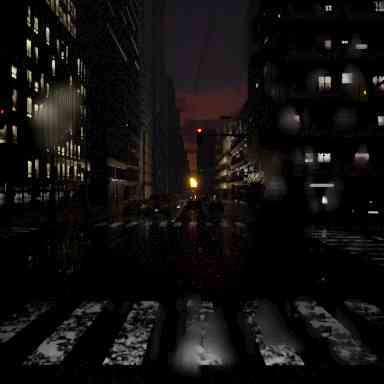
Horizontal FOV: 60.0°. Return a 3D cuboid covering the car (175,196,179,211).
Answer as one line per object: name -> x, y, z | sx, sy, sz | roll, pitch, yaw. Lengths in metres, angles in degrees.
car -> -3.005, 1.210, 41.642 | 2.150, 2.045, 5.566 | 0, 0, 0

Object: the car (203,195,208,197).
car -> 2.832, 1.423, 72.597 | 1.967, 1.590, 4.097 | -1, 0, 0

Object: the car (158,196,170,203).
car -> -5.559, 1.529, 66.960 | 1.887, 1.381, 4.507 | -1, 0, 0

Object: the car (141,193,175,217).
car -> -3.036, 1.213, 31.163 | 2.150, 2.045, 5.566 | 0, 0, 0

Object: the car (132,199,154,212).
car -> -5.620, 1.555, 38.687 | 1.947, 1.339, 4.313 | -1, 0, 0

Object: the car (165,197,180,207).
car -> -2.976, 1.534, 52.186 | 2.033, 1.411, 5.357 | 0, 0, 0

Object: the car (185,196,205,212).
car -> 0.182, 1.480, 39.240 | 2.128, 1.511, 4.902 | 0, 0, 0

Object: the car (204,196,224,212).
car -> 2.759, 1.540, 38.669 | 2.008, 1.369, 4.403 | -1, 0, 0

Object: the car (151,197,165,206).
car -> -5.583, 1.531, 55.651 | 1.887, 1.381, 4.507 | -1, 0, 0

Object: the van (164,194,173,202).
van -> -5.537, 1.323, 78.270 | 1.690, 1.788, 3.998 | -1, 0, 0

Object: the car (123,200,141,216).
car -> -5.633, 1.516, 32.863 | 1.752, 1.417, 4.829 | -1, 0, 0
